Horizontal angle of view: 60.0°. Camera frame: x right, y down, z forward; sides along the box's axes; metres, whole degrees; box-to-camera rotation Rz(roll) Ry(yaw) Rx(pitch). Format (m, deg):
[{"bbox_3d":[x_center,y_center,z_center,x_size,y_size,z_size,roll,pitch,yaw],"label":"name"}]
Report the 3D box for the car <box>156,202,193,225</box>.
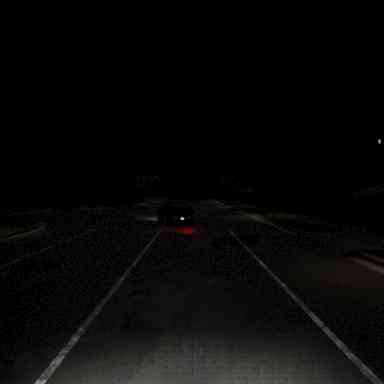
[{"bbox_3d":[-1.338,1.493,24.452,1.837,1.490,4.892,1,0,-17],"label":"car"}]
